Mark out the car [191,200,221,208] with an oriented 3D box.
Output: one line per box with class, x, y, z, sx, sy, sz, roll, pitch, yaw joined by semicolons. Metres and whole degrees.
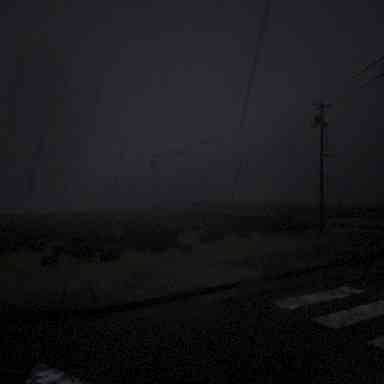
car;1.977;1.871;48.874;2.033;1.411;5.357;1;0;-35
